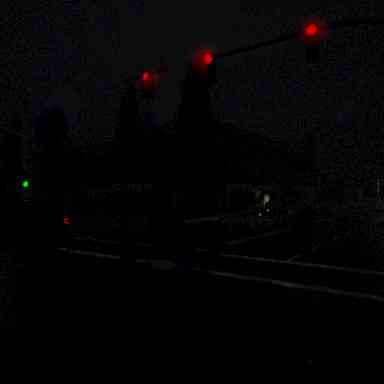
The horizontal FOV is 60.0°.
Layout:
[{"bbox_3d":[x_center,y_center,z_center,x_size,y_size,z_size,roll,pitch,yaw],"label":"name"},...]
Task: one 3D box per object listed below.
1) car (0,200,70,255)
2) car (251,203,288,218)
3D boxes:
[{"bbox_3d":[-7.140,1.339,11.818,2.150,2.045,5.566,-1,0,36],"label":"car"},{"bbox_3d":[7.397,1.705,31.524,1.895,1.301,4.718,-1,0,36],"label":"car"}]
